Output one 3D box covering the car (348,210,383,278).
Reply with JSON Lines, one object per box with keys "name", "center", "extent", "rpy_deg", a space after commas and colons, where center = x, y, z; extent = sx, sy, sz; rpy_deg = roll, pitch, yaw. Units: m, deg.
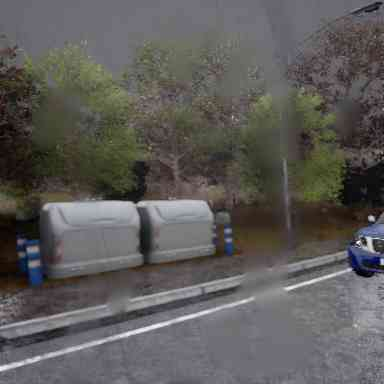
{"name": "car", "center": [6.537, 1.244, 9.314], "extent": [5.566, 2.045, 2.150], "rpy_deg": [0, -1, -40]}
